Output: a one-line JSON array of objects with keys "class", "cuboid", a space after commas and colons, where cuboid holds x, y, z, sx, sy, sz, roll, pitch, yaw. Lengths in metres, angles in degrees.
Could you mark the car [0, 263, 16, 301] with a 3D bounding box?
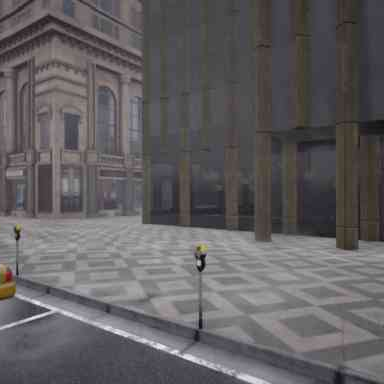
[{"class": "car", "cuboid": [-5.541, 1.525, 6.946, 4.829, 1.417, 1.752, 0, 0, 36]}]
